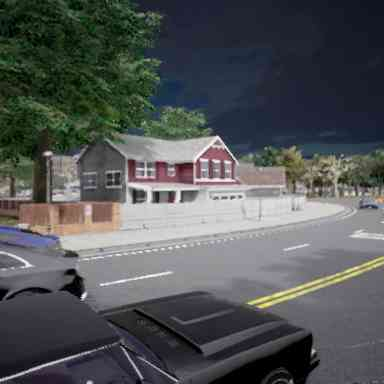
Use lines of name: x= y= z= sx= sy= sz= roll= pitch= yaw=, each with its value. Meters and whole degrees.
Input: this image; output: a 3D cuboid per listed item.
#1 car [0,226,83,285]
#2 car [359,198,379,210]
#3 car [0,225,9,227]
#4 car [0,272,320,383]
car: x=-4.089 y=1.495 z=4.882 sx=4.902 sy=1.511 sz=2.128 roll=0 pitch=0 yaw=-37
car: x=21.647 y=1.404 z=40.847 sx=2.033 sy=1.411 sz=5.357 roll=-1 pitch=0 yaw=24
car: x=-5.475 y=1.528 z=7.886 sx=4.674 sy=1.442 sz=1.812 roll=0 pitch=0 yaw=-37
car: x=-1.016 y=1.599 z=2.773 sx=4.718 sy=1.301 sz=1.895 roll=0 pitch=0 yaw=-37
